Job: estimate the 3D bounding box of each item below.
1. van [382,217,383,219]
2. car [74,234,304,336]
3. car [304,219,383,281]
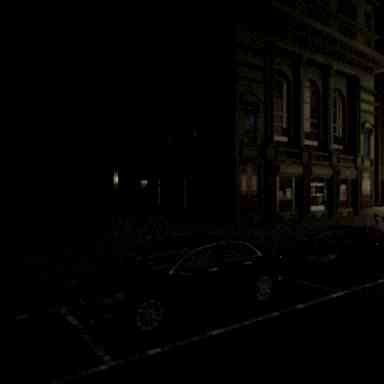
[{"bbox_3d":[9.152,1.418,13.155,3.998,1.788,1.690,0,0,-35],"label":"van"},{"bbox_3d":[-0.035,1.569,6.620,4.403,1.369,2.008,0,0,-35],"label":"car"},{"bbox_3d":[4.559,1.629,9.886,4.206,1.307,1.802,0,0,-35],"label":"car"}]
